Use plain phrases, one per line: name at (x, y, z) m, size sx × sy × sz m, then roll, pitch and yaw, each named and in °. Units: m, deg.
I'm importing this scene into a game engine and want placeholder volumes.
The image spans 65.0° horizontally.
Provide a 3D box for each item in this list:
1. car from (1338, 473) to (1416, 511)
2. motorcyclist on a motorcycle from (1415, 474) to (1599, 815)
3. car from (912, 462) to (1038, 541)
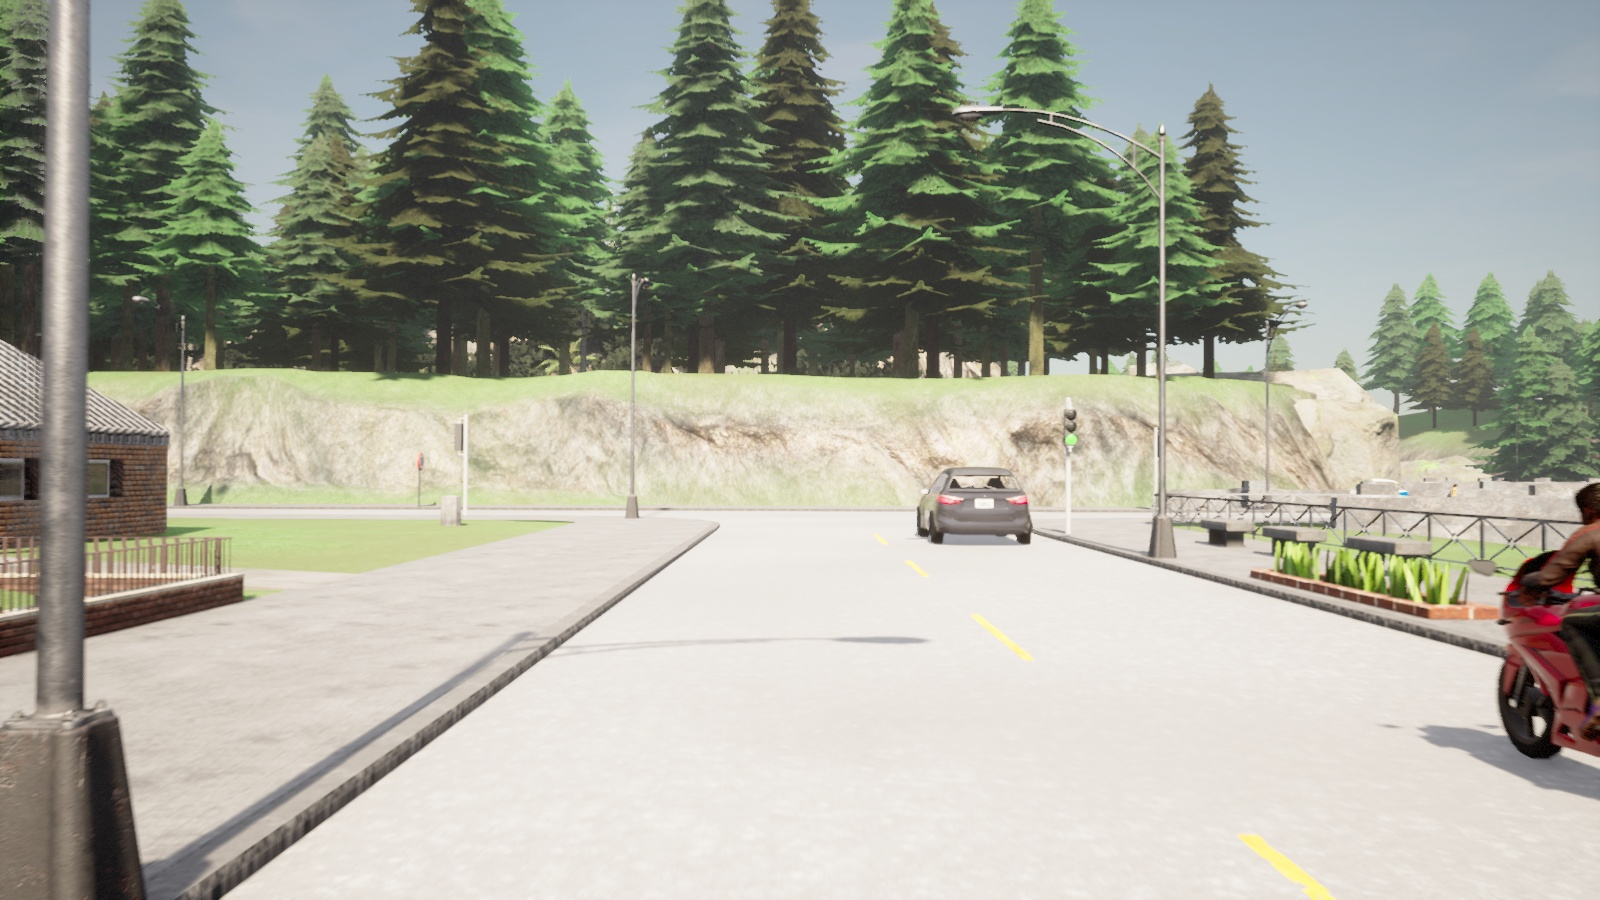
car at (21.547, 1.570, 46.933) m, size 2.207 × 1.376 × 1.481 m, roll 0°, pitch -1°, yaw 0°
motorcyclist on a motorcycle at (3.985, 0.886, 6.283) m, size 0.797 × 1.523 × 2.044 m, roll 0°, pitch -1°, yaw 0°
car at (3.931, 1.128, 28.988) m, size 2.242 × 1.667 × 4.611 m, roll 0°, pitch -1°, yaw 0°
